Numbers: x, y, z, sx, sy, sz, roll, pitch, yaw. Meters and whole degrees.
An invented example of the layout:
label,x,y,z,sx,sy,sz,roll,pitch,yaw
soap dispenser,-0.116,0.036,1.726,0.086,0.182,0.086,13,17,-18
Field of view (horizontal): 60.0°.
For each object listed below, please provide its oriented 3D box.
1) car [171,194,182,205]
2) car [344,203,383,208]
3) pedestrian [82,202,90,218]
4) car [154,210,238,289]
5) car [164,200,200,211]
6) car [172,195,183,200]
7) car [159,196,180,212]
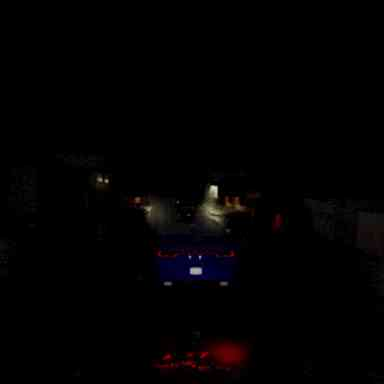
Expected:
label,x,y,z,sx,sy,sz,roll,pitch,yaw
car,-3.060,1.523,65.692,2.150,2.045,5.566,0,0,-4
car,13.923,1.370,27.084,4.902,1.511,2.128,-1,-2,1
pedestrian,-9.676,1.428,30.304,0.375,1.860,0.375,0,-1,1
car,0.088,1.477,9.229,1.882,1.535,5.008,0,-1,0
car,-0.449,1.514,21.044,1.837,1.490,4.892,0,1,-9
car,-2.859,1.512,50.918,2.097,1.767,4.553,0,0,0
car,-2.854,1.575,39.406,2.128,1.511,4.902,0,0,0
